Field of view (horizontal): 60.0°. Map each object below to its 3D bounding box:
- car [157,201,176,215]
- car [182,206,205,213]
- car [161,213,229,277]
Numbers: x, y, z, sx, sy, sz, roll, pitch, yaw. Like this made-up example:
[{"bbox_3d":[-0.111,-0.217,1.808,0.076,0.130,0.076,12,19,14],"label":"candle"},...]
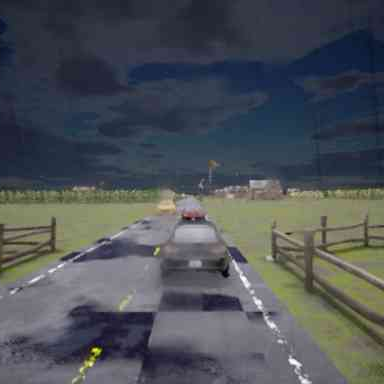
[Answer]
[{"bbox_3d":[-2.827,1.762,37.345,1.882,1.535,5.008,0,0,0],"label":"car"},{"bbox_3d":[0.105,1.812,28.072,1.895,1.301,4.718,0,0,0],"label":"car"},{"bbox_3d":[0.091,1.601,10.424,1.812,1.442,4.674,0,0,0],"label":"car"}]
